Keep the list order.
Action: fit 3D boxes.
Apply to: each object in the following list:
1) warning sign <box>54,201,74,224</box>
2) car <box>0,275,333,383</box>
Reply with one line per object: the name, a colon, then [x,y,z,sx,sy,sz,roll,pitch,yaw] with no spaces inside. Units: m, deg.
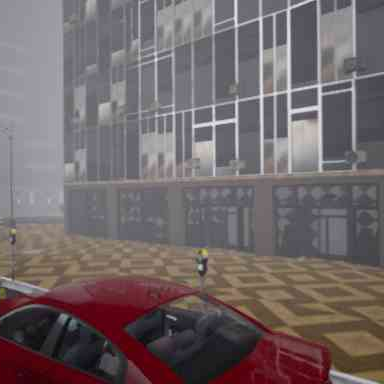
warning sign: [-11.009,1.705,28.630,1.300,1.860,1.060,1,0,33]
car: [-0.941,1.570,3.392,4.507,1.381,1.887,-1,0,36]
